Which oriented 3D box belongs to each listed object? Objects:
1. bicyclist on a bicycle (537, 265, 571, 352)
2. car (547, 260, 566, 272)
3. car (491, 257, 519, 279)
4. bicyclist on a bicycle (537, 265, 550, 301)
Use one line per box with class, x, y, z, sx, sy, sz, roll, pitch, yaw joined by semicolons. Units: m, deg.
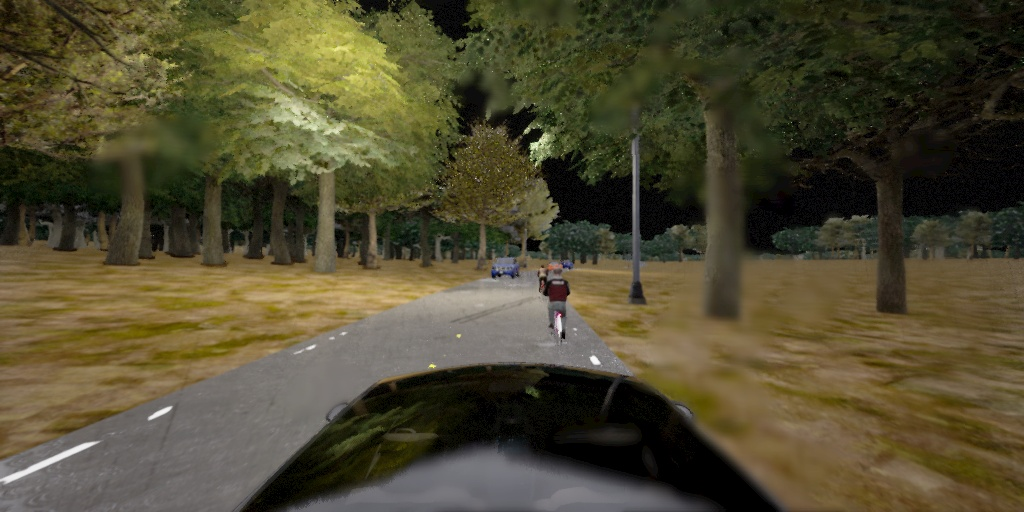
bicyclist on a bicycle;1.002;1.125;8.089;0.659;1.776;1.843;0;0;2
car;6.926;1.621;57.519;2.097;1.767;4.553;0;-1;13
car;-0.585;1.146;35.043;2.150;2.045;5.566;0;-1;8
bicyclist on a bicycle;1.464;1.232;17.038;0.582;1.620;1.656;0;-1;4
